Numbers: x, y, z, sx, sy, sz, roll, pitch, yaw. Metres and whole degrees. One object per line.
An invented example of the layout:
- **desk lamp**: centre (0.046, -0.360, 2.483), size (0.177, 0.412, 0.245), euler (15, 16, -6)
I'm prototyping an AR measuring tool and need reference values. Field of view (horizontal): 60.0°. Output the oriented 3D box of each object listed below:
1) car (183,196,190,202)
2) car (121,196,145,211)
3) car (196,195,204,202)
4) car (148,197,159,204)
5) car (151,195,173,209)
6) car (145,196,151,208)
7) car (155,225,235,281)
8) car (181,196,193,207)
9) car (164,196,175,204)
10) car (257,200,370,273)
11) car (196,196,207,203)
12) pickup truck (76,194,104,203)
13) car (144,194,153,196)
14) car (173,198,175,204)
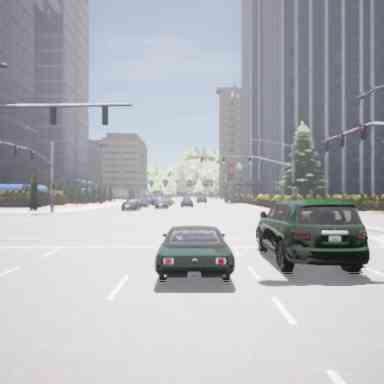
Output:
- **car**: centre (-1.393, 1.790, 85.581), size (1.837, 1.490, 4.892), euler (0, 0, -1)
- **car**: centre (-7.886, 1.638, 43.226), size (2.128, 1.511, 4.902), euler (0, 0, 1)
- **car**: centre (2.106, 1.676, 85.687), size (1.882, 1.535, 5.008), euler (0, 0, -1)
- **car**: centre (-8.176, 1.795, 71.601), size (1.994, 1.385, 4.181), euler (0, 0, -1)
- **car**: centre (-4.412, 1.657, 48.890), size (2.128, 1.511, 4.902), euler (0, 0, -1)
- **car**: centre (-7.958, 1.740, 52.136), size (1.994, 1.385, 4.181), euler (0, 0, -1)
- **car**: centre (0.064, 1.635, 9.900), size (1.895, 1.301, 4.718), euler (0, 0, 0)
- **car**: centre (-0.848, 1.754, 56.274), size (1.994, 1.385, 4.181), euler (0, 0, -1)
- **car**: centre (-4.642, 1.713, 69.455), size (1.882, 1.535, 5.008), euler (0, 0, -1)
- **car**: centre (3.602, 1.259, 10.927), size (2.150, 2.045, 5.566), euler (0, 0, 1)
- **car**: centre (2.266, 1.603, 75.408), size (2.097, 1.767, 4.553), euler (0, 0, -1)
- **pickup truck**: centre (-21.273, 1.295, 69.967), size (2.390, 2.098, 6.274), euler (0, 0, 30)
- **car**: centre (-8.060, 1.430, 61.620), size (2.150, 2.045, 5.566), euler (0, 0, 0)
- **car**: centre (-4.541, 1.692, 59.146), size (2.128, 1.511, 4.902), euler (0, 0, -1)
